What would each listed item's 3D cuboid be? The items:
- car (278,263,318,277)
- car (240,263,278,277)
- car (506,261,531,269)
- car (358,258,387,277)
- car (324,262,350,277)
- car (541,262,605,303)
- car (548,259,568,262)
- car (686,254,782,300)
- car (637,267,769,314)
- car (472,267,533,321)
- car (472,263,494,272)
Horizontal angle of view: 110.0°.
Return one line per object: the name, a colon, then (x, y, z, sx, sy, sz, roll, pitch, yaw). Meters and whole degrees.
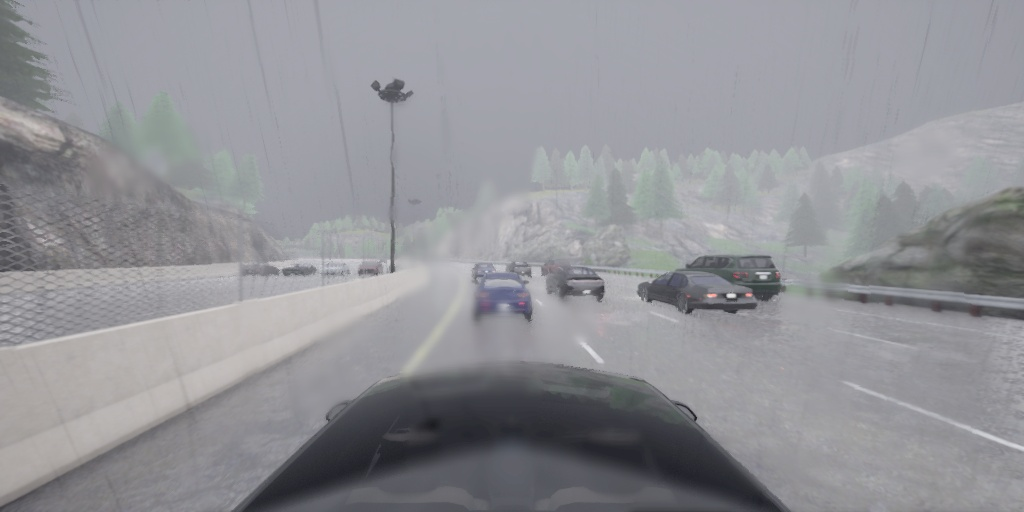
car: (-21.467, 1.400, 36.425, 1.895, 1.301, 4.718, 0, 0, -12)
car: (-24.858, 1.371, 35.456, 1.994, 1.385, 4.181, 0, 0, -12)
car: (0.572, 1.239, 34.049, 2.128, 1.511, 4.902, 0, 0, -10)
car: (-14.400, 1.260, 36.771, 1.882, 1.535, 5.008, 0, 0, -12)
car: (-17.976, 1.317, 36.779, 1.812, 1.442, 4.674, 0, 0, -12)
car: (2.838, 1.234, 16.802, 2.128, 1.511, 4.902, 0, 0, -5)
car: (4.169, 1.091, 33.714, 2.097, 1.767, 4.553, 0, 0, -10)
car: (9.862, 0.947, 17.049, 2.150, 2.045, 5.566, 0, 0, -5)
car: (6.625, 1.281, 13.604, 2.033, 1.411, 5.357, 0, 0, -4)
car: (-0.353, 1.276, 12.355, 1.812, 1.442, 4.674, 0, 0, -3)
car: (-2.427, 1.302, 31.058, 2.033, 1.411, 5.357, 0, 0, -9)
